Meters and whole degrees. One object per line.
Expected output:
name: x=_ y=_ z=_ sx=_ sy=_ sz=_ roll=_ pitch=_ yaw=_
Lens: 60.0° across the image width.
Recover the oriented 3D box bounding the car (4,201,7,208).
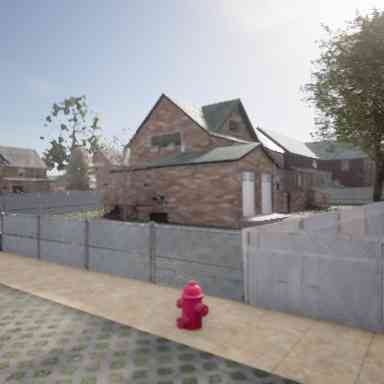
car: x=-16.451 y=0.931 z=25.276 sx=2.097 sy=1.767 sz=4.553 roll=-1 pitch=1 yaw=36
